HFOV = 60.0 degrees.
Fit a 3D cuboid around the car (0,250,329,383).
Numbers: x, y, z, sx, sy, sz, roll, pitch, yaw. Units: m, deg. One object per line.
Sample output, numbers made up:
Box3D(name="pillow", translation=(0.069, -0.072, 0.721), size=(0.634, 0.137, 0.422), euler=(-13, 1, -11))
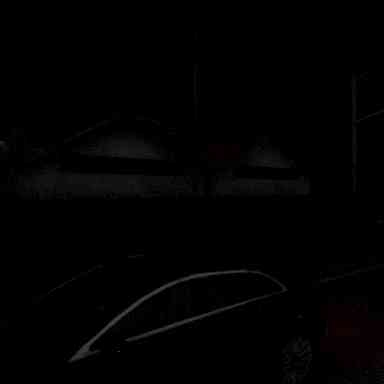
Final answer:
Box3D(name="car", translation=(-0.498, 1.491, 3.653), size=(4.902, 1.511, 2.128), euler=(0, 0, -36))
